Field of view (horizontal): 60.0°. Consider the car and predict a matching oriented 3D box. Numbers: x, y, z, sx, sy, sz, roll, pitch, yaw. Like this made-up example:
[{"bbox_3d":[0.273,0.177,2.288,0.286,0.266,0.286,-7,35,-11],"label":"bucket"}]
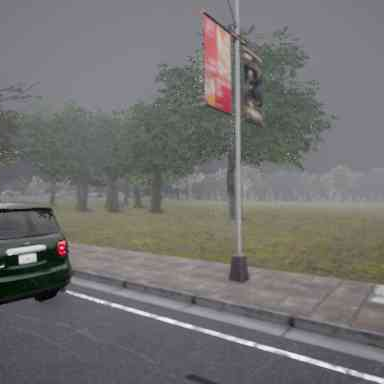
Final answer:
[{"bbox_3d":[-4.907,1.260,7.160,5.566,2.045,2.150,-1,-1,36],"label":"car"}]
